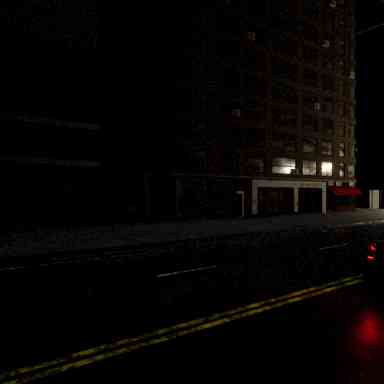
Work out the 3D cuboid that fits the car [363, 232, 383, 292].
[{"bbox_3d":[6.032,1.353,7.740,4.553,1.767,2.097,0,0,-35],"label":"car"}]
